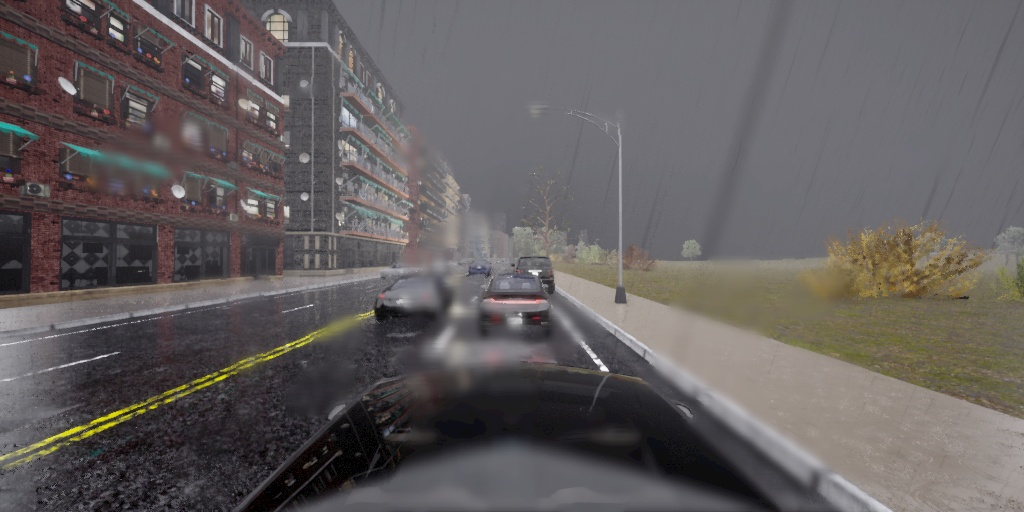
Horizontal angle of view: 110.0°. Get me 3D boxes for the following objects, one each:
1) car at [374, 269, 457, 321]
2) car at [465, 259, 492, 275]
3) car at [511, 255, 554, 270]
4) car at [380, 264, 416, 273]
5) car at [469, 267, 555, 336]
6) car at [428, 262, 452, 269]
[{"bbox_3d":[-3.154,1.316,12.441,1.994,1.385,4.181,0,0,0],"label":"car"},{"bbox_3d":[-3.158,1.103,36.436,2.097,1.767,4.553,0,0,0],"label":"car"},{"bbox_3d":[1.133,0.977,20.248,2.150,2.045,5.566,0,0,0],"label":"car"},{"bbox_3d":[-9.859,1.352,31.244,1.895,1.301,4.718,0,0,0],"label":"car"},{"bbox_3d":[0.098,1.243,10.378,2.128,1.511,4.902,0,0,0],"label":"car"},{"bbox_3d":[-6.609,1.277,32.977,1.812,1.442,4.674,0,0,0],"label":"car"}]
